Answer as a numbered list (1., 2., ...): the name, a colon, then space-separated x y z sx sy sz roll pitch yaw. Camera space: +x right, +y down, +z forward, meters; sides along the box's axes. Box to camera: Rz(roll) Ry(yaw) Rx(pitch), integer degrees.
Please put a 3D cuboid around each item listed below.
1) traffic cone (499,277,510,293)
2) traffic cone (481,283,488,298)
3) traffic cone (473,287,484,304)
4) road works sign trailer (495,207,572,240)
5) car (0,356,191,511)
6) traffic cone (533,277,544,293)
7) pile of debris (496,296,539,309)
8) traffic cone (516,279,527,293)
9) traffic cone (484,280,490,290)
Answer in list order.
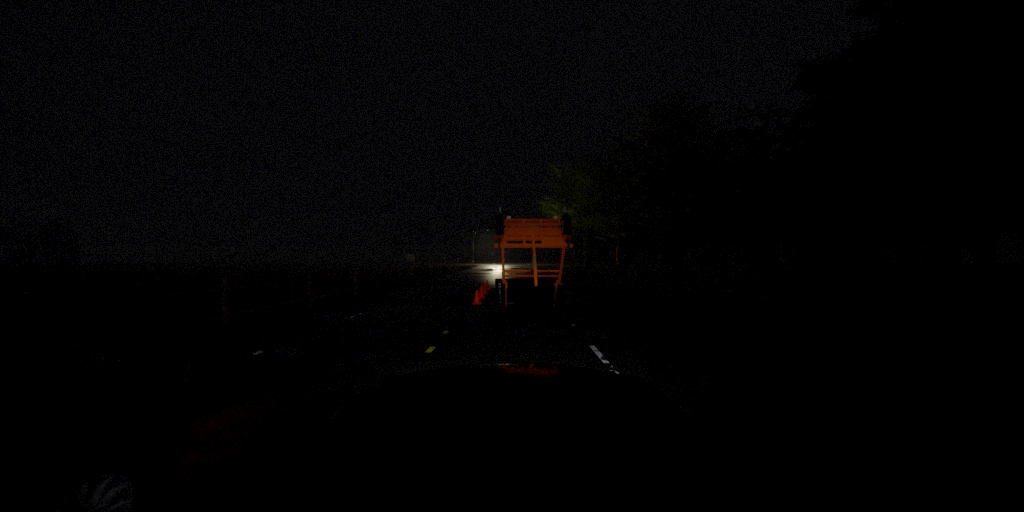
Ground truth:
1. traffic cone: -0.441 1.688 20.893 0.340 0.580 0.340 0 0 0
2. traffic cone: -1.449 1.692 16.895 0.340 0.580 0.340 0 0 0
3. traffic cone: -1.453 1.694 14.895 0.340 0.580 0.340 0 0 0
4. road works sign trailer: 0.635 -2.366 10.103 2.380 3.560 2.880 0 0 0
5. car: -3.499 1.255 0.817 1.837 1.490 4.892 0 0 0
6. traffic cone: 1.557 1.688 20.888 0.340 0.580 0.340 0 0 0
7. pile of debris: 0.031 1.904 14.898 1.860 0.140 1.500 0 0 0
8. traffic cone: 0.558 1.688 20.890 0.340 0.580 0.340 0 0 0
9. traffic cone: -1.445 1.690 18.895 0.340 0.580 0.340 0 0 0
